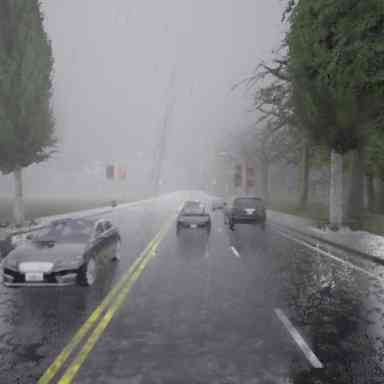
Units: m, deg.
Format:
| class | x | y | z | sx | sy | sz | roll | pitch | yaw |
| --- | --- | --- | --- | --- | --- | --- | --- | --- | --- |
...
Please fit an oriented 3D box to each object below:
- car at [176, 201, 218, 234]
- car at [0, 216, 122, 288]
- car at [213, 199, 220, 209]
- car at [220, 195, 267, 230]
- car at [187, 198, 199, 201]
| class | x | y | z | sx | sy | sz | roll | pitch | yaw |
| --- | --- | --- | --- | --- | --- | --- | --- | --- | --- |
| car | 0.086 | 1.489 | 19.091 | 2.128 | 1.511 | 4.902 | 0 | 0 | 0 |
| car | -3.256 | 1.482 | 9.315 | 2.128 | 1.511 | 4.902 | 0 | 0 | 0 |
| car | 3.311 | 1.557 | 40.449 | 2.033 | 1.411 | 5.357 | 0 | 0 | 0 |
| car | 3.265 | 1.225 | 21.295 | 2.150 | 2.045 | 5.566 | 0 | 0 | 1 |
| car | 0.075 | 1.501 | 39.957 | 2.128 | 1.511 | 4.902 | 0 | 0 | 0 |
